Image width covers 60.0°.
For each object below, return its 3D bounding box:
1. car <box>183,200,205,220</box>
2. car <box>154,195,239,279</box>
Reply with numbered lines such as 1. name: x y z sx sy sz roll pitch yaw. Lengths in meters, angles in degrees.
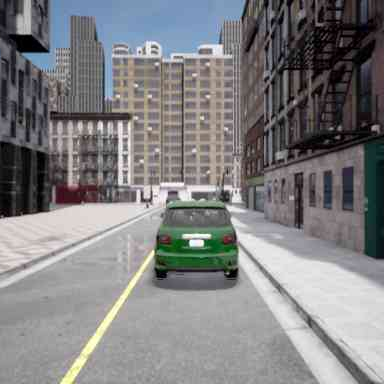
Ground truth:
1. car: 0.183 1.598 30.693 1.837 1.490 4.892 0 0 0
2. car: 0.124 1.260 10.329 2.150 2.045 5.566 0 0 0
